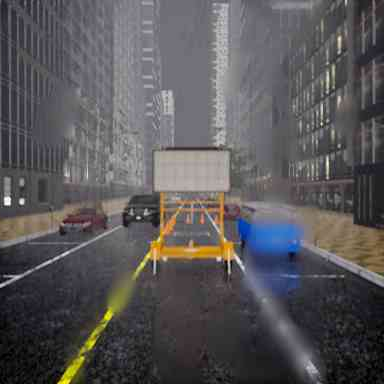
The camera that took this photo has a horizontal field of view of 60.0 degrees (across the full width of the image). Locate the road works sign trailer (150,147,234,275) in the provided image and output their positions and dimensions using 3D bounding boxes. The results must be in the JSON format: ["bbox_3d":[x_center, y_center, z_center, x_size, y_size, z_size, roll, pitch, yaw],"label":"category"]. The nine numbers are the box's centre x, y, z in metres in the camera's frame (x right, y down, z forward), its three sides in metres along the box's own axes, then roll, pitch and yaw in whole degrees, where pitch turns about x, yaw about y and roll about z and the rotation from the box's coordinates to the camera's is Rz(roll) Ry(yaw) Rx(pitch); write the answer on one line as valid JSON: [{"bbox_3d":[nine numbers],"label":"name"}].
[{"bbox_3d":[-0.002,0.423,10.295,2.380,3.560,2.880,0,0,0],"label":"road works sign trailer"}]

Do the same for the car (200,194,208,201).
[{"bbox_3d":[2.682,1.339,52.128,2.008,1.369,4.403,0,0,0],"label":"car"}]

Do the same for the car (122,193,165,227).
[{"bbox_3d":[-3.106,1.134,22.069,2.150,2.045,5.566,0,0,0],"label":"car"}]

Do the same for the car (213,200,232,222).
[{"bbox_3d":[2.686,1.488,23.665,1.802,1.307,4.206,0,0,0],"label":"car"}]

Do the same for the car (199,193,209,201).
[{"bbox_3d":[2.678,1.107,74.896,1.967,1.590,4.097,0,0,0],"label":"car"}]

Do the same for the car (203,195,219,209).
[{"bbox_3d":[2.683,1.421,40.743,1.802,1.307,4.206,0,0,0],"label":"car"}]

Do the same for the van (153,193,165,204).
[{"bbox_3d":[-5.699,1.101,57.822,1.690,1.788,3.998,0,0,0],"label":"van"}]

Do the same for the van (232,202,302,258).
[{"bbox_3d":[2.688,1.292,12.280,1.690,1.788,3.998,0,0,0],"label":"van"}]

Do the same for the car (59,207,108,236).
[{"bbox_3d":[-5.694,1.511,17.975,1.802,1.307,4.206,0,0,0],"label":"car"}]

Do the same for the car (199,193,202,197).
[{"bbox_3d":[2.681,1.311,57.820,2.008,1.369,4.403,0,0,0],"label":"car"}]

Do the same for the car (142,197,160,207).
[{"bbox_3d":[-5.698,1.365,46.437,2.008,1.369,4.403,0,0,0],"label":"car"}]

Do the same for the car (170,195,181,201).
[{"bbox_3d":[-3.060,1.258,63.037,1.812,1.442,4.674,0,0,0],"label":"car"}]
